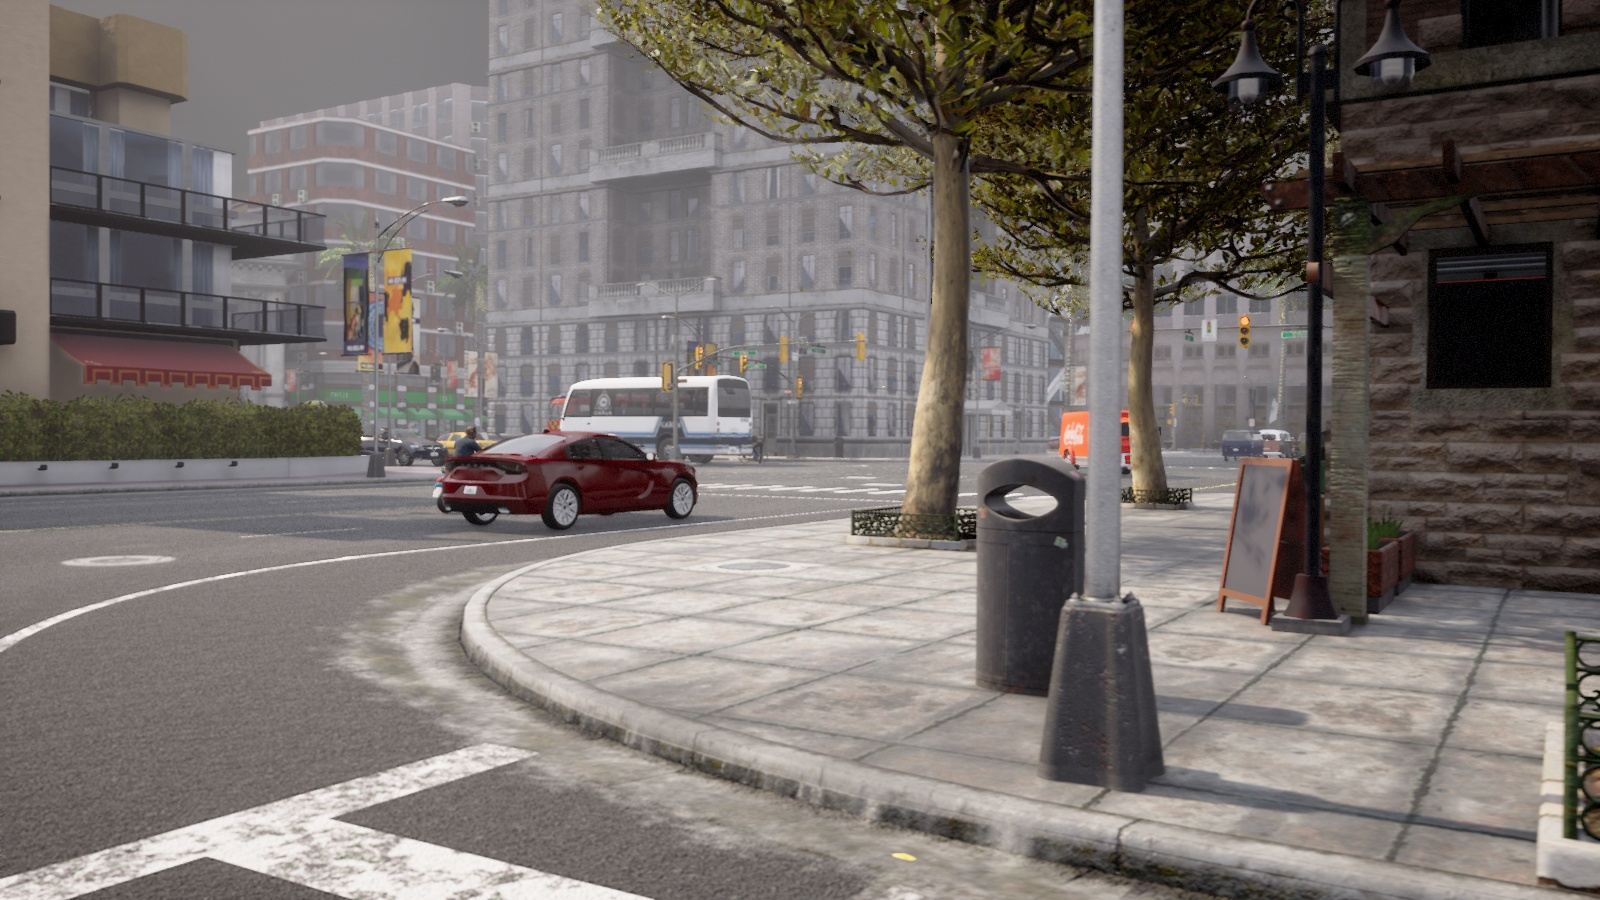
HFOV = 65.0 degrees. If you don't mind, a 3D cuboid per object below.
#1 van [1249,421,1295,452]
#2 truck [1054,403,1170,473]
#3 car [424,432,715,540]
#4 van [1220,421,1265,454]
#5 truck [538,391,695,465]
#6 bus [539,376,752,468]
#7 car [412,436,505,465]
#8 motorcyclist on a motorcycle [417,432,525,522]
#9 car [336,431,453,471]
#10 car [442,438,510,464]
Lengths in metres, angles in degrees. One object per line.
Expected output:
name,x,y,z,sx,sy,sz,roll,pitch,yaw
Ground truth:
van,32.420,-0.942,86.146,2.069,2.038,4.480,0,1,32
truck,11.655,-0.457,47.350,2.627,2.467,5.204,-1,1,-5
car,-3.613,0.495,20.771,1.882,1.535,5.008,0,1,31
van,27.723,-0.774,78.625,1.775,1.987,4.442,0,0,32
truck,-9.984,-1.153,67.967,8.468,3.827,2.891,0,1,32
bus,-7.757,-1.321,62.467,10.273,4.253,3.944,0,1,32
car,-18.895,0.030,69.390,5.366,1.575,1.801,0,1,32
motorcyclist on a motorcycle,-6.098,0.466,23.353,0.866,1.590,1.817,0,1,31
car,-17.839,0.031,55.208,5.027,1.651,2.152,0,1,32
car,-19.000,0.055,73.574,3.633,1.501,1.845,0,1,32
